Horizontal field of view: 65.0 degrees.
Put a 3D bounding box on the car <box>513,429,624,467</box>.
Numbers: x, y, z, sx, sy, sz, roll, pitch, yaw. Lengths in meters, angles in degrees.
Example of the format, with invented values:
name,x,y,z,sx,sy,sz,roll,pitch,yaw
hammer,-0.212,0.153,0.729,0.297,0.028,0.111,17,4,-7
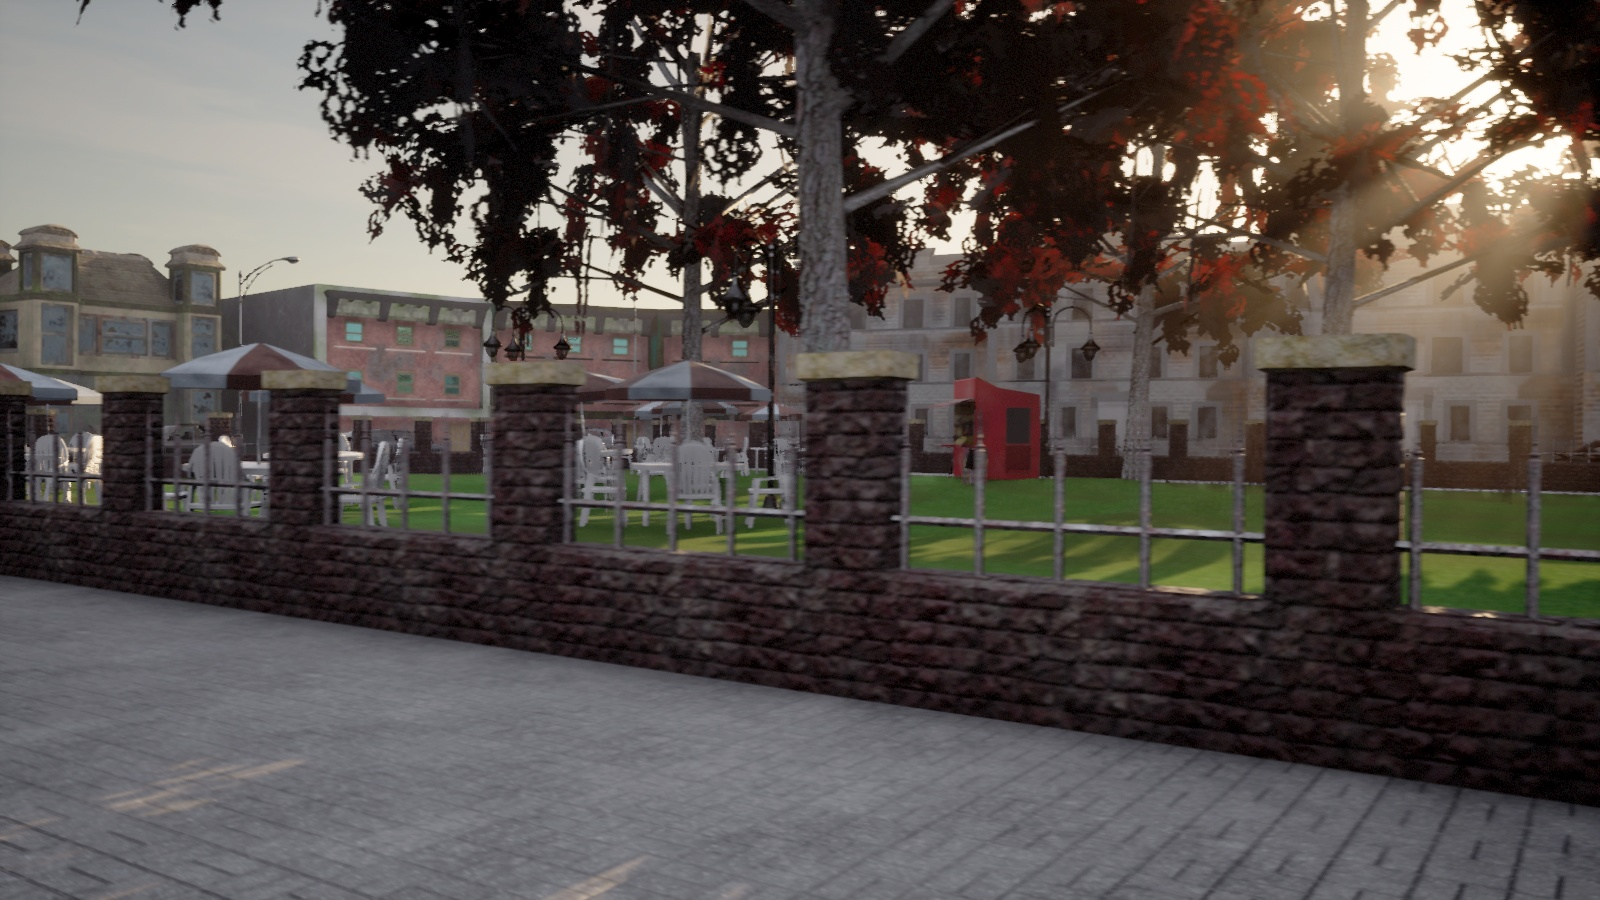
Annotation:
name,x,y,z,sx,sy,sz,roll,pitch,yaw
car,-10.730,-0.119,58.182,4.611,1.667,2.242,-1,1,-26

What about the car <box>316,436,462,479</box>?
name,x,y,z,sx,sy,sz,roll,pitch,yaw
car,-15.101,0.235,46.423,2.163,1.488,4.792,0,1,34

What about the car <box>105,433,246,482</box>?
name,x,y,z,sx,sy,sz,roll,pitch,yaw
car,-21.690,0.229,43.730,1.851,1.617,3.988,0,1,34

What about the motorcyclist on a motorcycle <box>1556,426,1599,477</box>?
name,x,y,z,sx,sy,sz,roll,pitch,yaw
motorcyclist on a motorcycle,24.060,0.033,37.785,2.191,1.530,0.866,0,1,34
